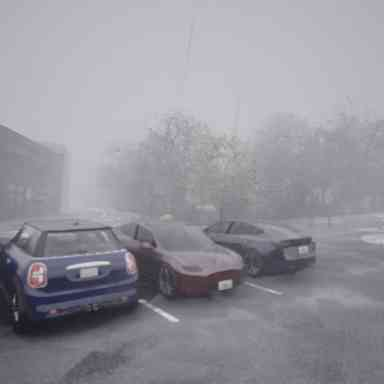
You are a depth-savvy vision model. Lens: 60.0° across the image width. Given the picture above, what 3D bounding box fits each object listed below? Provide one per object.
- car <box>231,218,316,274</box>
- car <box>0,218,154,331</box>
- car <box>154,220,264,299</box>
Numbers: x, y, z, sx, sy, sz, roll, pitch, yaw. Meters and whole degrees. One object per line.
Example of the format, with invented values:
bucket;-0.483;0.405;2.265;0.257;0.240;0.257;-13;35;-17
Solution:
car;1.552;1.555;10.576;2.163;1.488;4.792;0;0;-35
car;-2.952;1.368;7.300;2.185;1.767;4.553;1;0;-35
car;-0.683;1.539;8.915;2.163;1.488;4.792;0;0;-35
